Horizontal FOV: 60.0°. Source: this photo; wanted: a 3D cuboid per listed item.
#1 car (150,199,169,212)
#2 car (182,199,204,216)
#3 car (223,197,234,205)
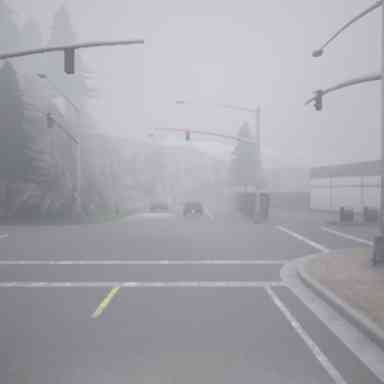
[{"bbox_3d":[-3.628,1.522,37.469,1.895,1.301,4.718,0,0,0],"label":"car"},{"bbox_3d":[0.096,1.437,32.102,1.837,1.490,4.892,0,0,0],"label":"car"},{"bbox_3d":[7.585,1.377,54.844,4.902,1.511,2.128,0,0,-12],"label":"car"}]
